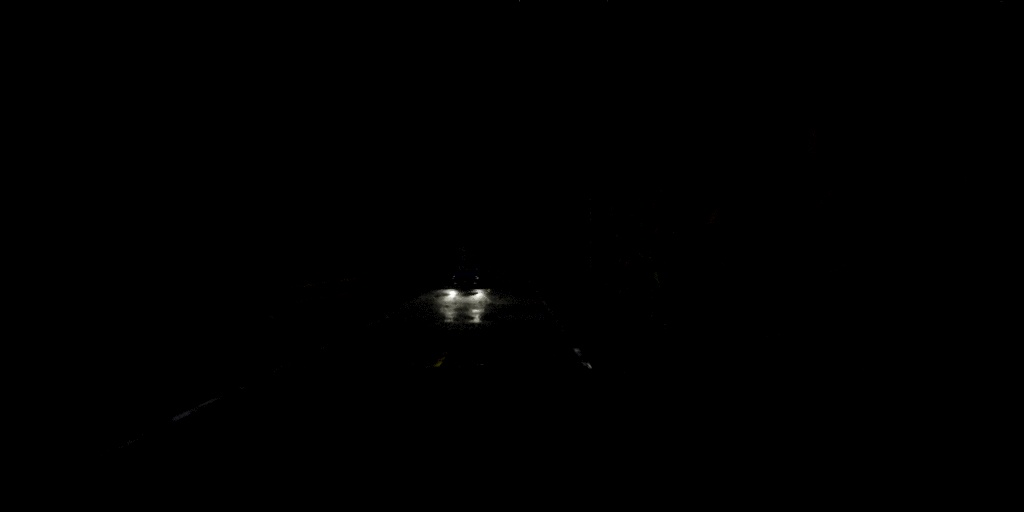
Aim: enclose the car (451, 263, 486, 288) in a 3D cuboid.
[{"bbox_3d":[-2.837,1.239,23.956,1.882,1.535,5.008,0,0,0],"label":"car"}]
